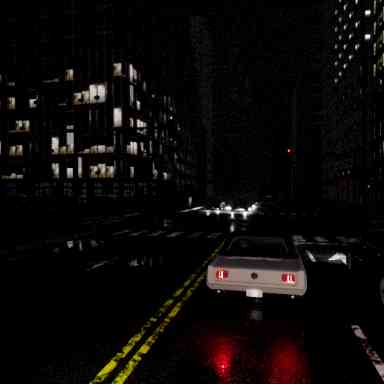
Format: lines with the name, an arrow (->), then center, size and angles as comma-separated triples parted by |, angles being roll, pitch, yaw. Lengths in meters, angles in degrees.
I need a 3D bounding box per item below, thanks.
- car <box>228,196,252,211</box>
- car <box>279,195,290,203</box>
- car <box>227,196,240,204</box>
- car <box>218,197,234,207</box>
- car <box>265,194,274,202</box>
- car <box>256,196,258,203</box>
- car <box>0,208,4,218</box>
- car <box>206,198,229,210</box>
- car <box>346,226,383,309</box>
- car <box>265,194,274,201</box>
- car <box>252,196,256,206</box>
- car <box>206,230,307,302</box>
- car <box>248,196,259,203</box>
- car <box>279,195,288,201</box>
car -> 5.918, 1.503, 40.739 | 1.812, 1.442, 4.674 | 0, 0, 13
car -> 19.520, 1.474, 69.640 | 2.033, 1.411, 5.357 | 0, 0, 13
car -> 7.923, 1.460, 63.175 | 1.837, 1.490, 4.892 | 0, 0, 14
car -> 5.485, 1.567, 53.048 | 1.895, 1.301, 4.718 | 0, 0, 13
car -> 16.459, 1.530, 70.823 | 1.895, 1.301, 4.718 | 0, 0, 13
car -> 10.386, 1.559, 59.544 | 1.895, 1.301, 4.718 | 0, 0, 14
car -> -17.310, 1.434, 26.693 | 4.313, 1.339, 1.947 | 1, 1, 14
car -> 3.151, 1.524, 43.182 | 2.033, 1.411, 5.357 | 0, 0, 13
car -> 4.838, 1.501, 7.449 | 1.837, 1.490, 4.892 | 0, 0, 13
car -> 18.750, 1.286, 80.526 | 2.128, 1.511, 4.902 | 0, 0, 13
car -> 8.043, 1.460, 49.739 | 2.128, 1.511, 4.902 | 0, 0, 13
car -> 1.709, 1.597, 8.353 | 1.895, 1.301, 4.718 | 0, 0, 14
car -> 12.863, 1.485, 69.737 | 2.033, 1.411, 5.357 | 0, 0, 13
car -> 21.920, 1.355, 79.808 | 1.895, 1.301, 4.718 | 0, 0, 13
